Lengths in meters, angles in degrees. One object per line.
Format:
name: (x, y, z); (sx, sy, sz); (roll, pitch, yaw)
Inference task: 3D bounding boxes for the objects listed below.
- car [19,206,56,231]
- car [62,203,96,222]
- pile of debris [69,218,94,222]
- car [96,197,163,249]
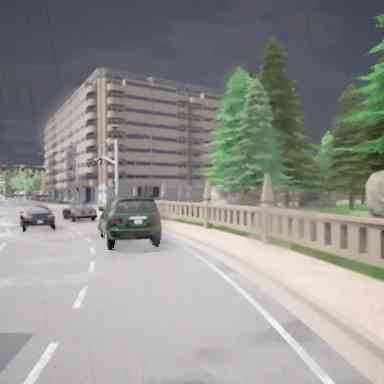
car: (-9.908, 1.597, 21.284); (1.812, 1.442, 4.674); (-1, 0, -29)
car: (-9.160, 1.602, 27.005); (2.033, 1.411, 5.357); (-1, 0, -31)
pile of debris: (-8.782, 2.227, 26.405); (1.500, 0.140, 1.860); (-1, 0, -32)
car: (-2.904, 1.228, 14.989); (2.150, 2.045, 5.566); (0, 0, -20)
